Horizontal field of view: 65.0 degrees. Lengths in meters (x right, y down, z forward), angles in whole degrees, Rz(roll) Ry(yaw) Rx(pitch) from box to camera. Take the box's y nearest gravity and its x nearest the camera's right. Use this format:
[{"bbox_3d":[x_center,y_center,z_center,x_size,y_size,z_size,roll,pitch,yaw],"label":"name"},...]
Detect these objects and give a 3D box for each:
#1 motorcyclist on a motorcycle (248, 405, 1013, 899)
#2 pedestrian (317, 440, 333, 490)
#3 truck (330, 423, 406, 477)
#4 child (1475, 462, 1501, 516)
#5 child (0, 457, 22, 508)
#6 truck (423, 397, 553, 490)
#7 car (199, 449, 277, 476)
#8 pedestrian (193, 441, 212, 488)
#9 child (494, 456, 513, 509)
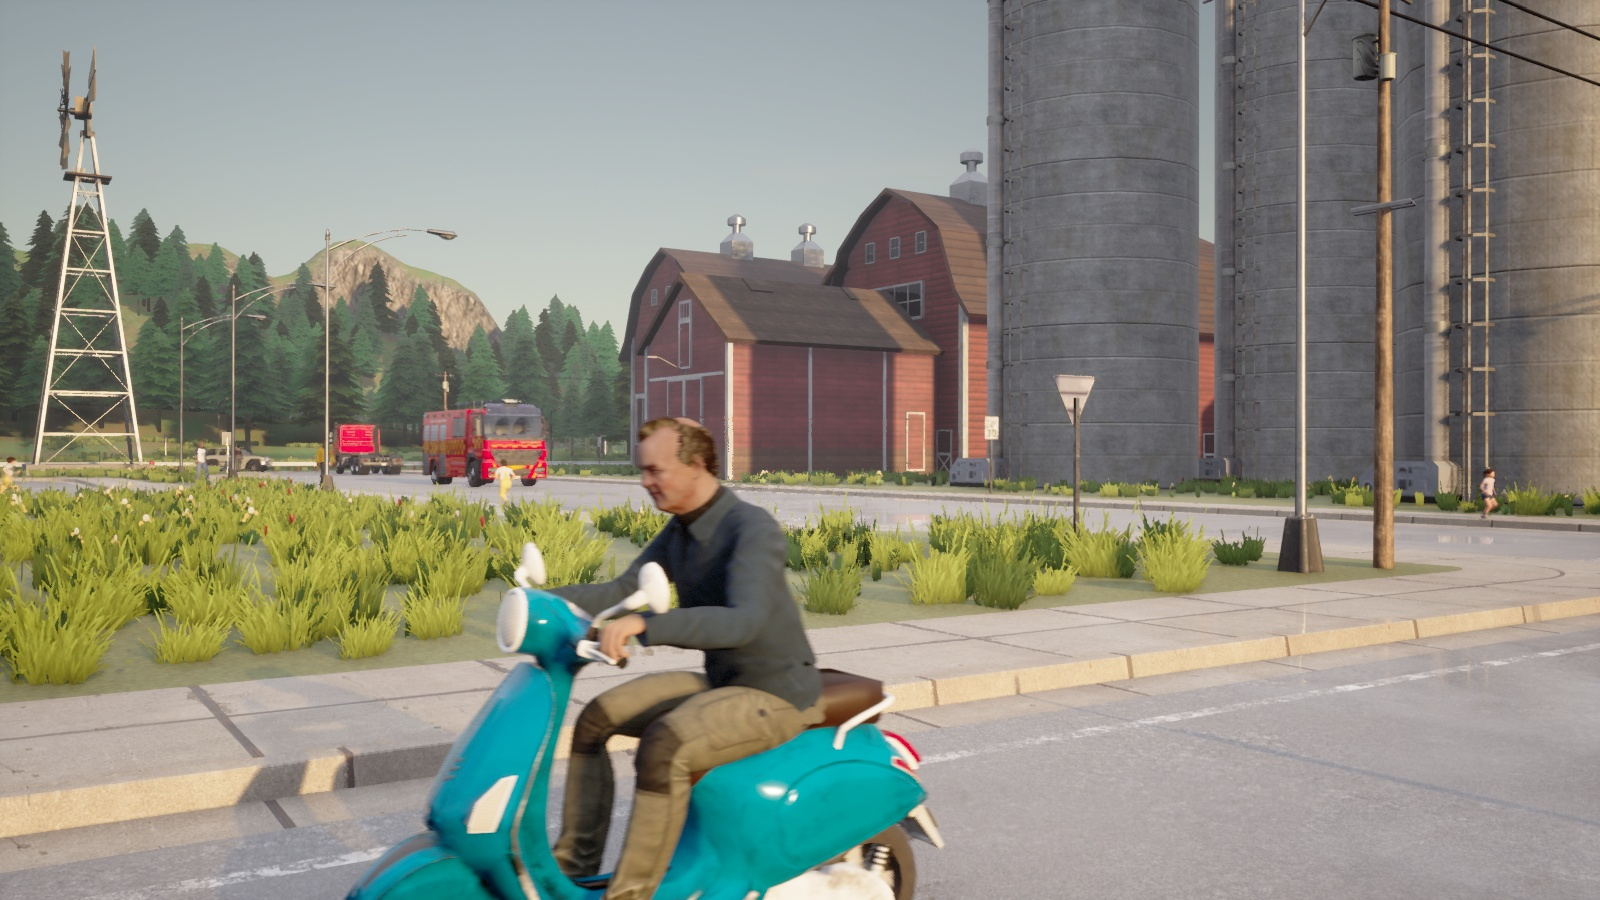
[{"bbox_3d":[-0.408,0.707,3.334,1.817,1.590,0.866,0,0,-33],"label":"motorcyclist on a motorcycle"},{"bbox_3d":[-17.640,0.552,46.631,0.370,1.835,0.726,0,0,-34],"label":"pedestrian"},{"bbox_3d":[-29.192,0.032,84.678,2.891,3.462,7.936,0,0,-34],"label":"truck"},{"bbox_3d":[14.301,0.814,26.094,0.255,1.110,0.394,0,0,-30],"label":"child"},{"bbox_3d":[-19.491,0.797,30.978,0.270,1.263,0.437,0,0,29],"label":"child"},{"bbox_3d":[-14.082,-0.253,56.106,2.891,3.827,8.468,0,0,-34],"label":"truck"},{"bbox_3d":[-39.463,0.861,88.264,4.605,1.855,1.932,0,-1,-6],"label":"car"},{"bbox_3d":[-23.441,0.575,49.286,0.706,1.836,0.354,0,0,34],"label":"pedestrian"},{"bbox_3d":[-7.160,0.769,30.307,0.270,1.263,0.437,0,0,-39],"label":"child"}]
